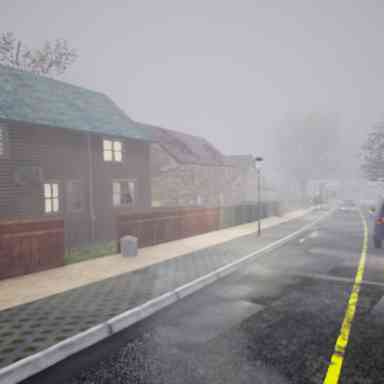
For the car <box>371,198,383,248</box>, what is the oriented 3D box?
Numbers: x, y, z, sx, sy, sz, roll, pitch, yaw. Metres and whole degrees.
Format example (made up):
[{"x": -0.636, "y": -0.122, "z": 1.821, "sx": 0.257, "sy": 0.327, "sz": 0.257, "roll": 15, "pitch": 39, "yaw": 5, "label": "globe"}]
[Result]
[{"x": 9.243, "y": 1.287, "z": 14.666, "sx": 2.150, "sy": 2.045, "sz": 5.566, "roll": 0, "pitch": 0, "yaw": 29, "label": "car"}]

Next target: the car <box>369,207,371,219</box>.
[{"x": 17.174, "y": 1.773, "z": 30.155, "sx": 1.895, "sy": 1.301, "sz": 4.718, "roll": 0, "pitch": -1, "yaw": 26, "label": "car"}]

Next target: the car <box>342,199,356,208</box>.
[{"x": 27.805, "y": 1.967, "z": 58.782, "sx": 1.837, "sy": 1.490, "sz": 4.892, "roll": 0, "pitch": -1, "yaw": 26, "label": "car"}]
